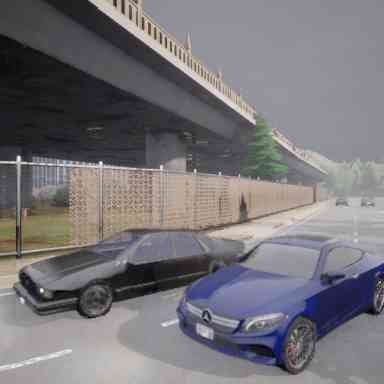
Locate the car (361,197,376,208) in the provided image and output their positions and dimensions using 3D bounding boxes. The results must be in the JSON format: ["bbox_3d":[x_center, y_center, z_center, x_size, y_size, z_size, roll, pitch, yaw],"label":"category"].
[{"bbox_3d":[25.977,1.492,49.185,2.128,1.511,4.902,0,0,26],"label":"car"}]

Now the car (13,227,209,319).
[{"bbox_3d":[-0.974,1.547,7.632,5.357,1.411,2.033,0,0,-40],"label":"car"}]

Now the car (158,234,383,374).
[{"bbox_3d":[1.862,1.525,5.830,4.674,1.442,1.812,0,0,-43],"label":"car"}]

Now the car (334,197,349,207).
[{"bbox_3d":[23.425,1.507,51.915,1.837,1.490,4.892,0,-1,26],"label":"car"}]
